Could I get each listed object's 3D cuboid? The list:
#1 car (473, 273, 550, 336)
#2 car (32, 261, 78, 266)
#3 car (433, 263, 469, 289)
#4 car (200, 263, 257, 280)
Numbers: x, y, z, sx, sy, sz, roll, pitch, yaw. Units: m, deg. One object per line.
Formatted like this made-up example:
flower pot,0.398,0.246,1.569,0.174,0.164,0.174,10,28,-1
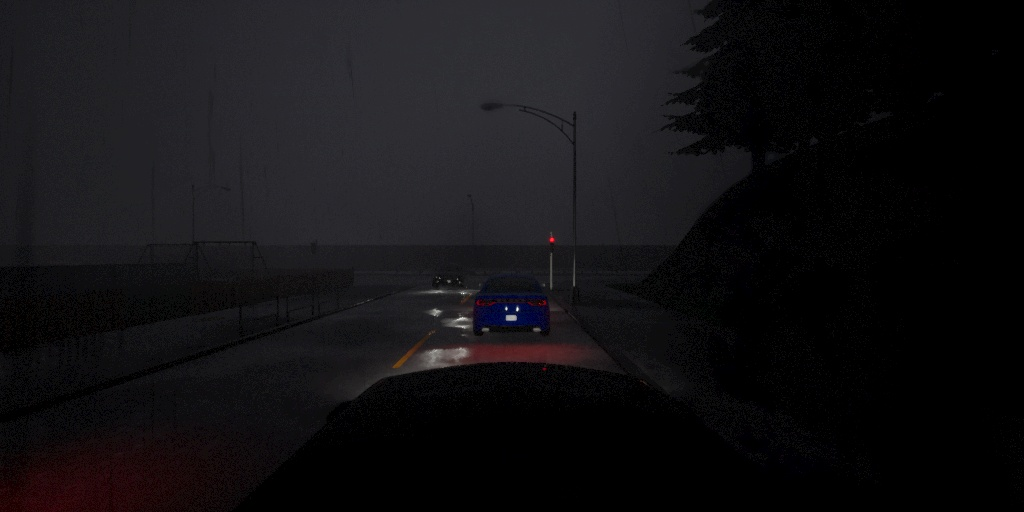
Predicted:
car,-0.004,1.227,10.467,1.882,1.535,5.008,0,0,0
car,-38.337,1.226,30.486,5.008,1.535,1.882,0,0,0
car,-3.961,1.254,23.614,1.837,1.490,4.892,3,0,-6
car,-23.881,1.312,30.534,4.181,1.385,1.994,0,0,0
